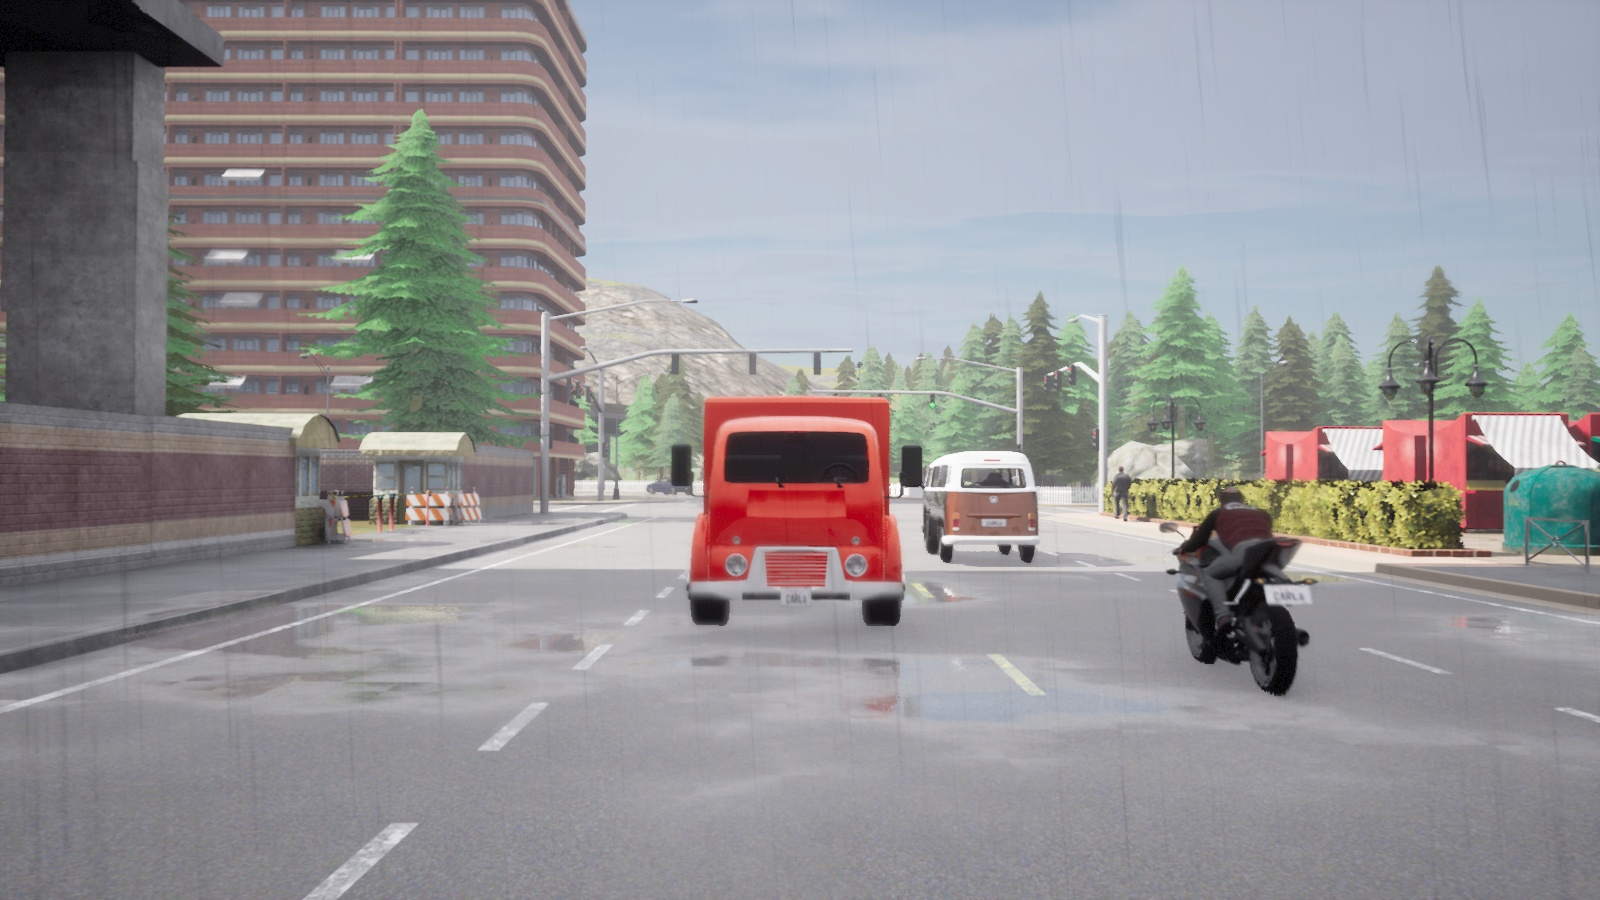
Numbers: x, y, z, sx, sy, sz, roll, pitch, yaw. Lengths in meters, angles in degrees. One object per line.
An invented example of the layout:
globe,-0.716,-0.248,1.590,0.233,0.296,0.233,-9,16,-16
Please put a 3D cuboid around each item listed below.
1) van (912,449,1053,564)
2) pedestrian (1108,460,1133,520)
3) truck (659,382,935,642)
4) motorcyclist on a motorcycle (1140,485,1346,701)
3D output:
van,3.437,1.046,24.486,2.069,2.038,4.480,0,-1,0
pedestrian,10.292,1.281,40.311,0.563,1.883,0.849,0,-1,0
truck,-0.039,0.641,14.577,2.627,2.467,5.204,0,-1,0
motorcyclist on a motorcycle,3.474,1.055,10.103,0.866,1.530,2.191,0,-1,0
